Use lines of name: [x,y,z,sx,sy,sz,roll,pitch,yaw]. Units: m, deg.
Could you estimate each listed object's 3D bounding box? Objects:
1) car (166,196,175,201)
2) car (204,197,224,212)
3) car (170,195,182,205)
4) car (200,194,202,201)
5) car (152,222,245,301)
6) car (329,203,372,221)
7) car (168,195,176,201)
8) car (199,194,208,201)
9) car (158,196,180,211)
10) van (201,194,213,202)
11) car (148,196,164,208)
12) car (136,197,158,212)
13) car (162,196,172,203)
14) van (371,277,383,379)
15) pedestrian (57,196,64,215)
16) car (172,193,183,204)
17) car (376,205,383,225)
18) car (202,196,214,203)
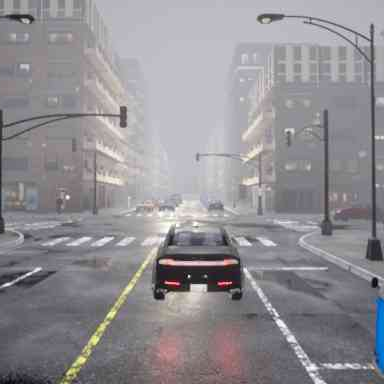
car: [-5.426,1.642,84.974,2.008,1.369,4.403,1,0,0]
car: [2.821,1.605,39.809,1.947,1.339,4.313,1,0,0]
car: [-2.944,1.577,50.713,1.812,1.442,4.674,0,0,0]
car: [2.905,1.596,68.191,1.752,1.417,4.829,1,0,0]
car: [0.126,1.500,8.353,2.128,1.511,4.902,0,0,0]
car: [13.725,1.626,27.961,4.097,1.590,1.967,0,-1,1]
car: [-5.407,1.538,90.617,1.967,1.590,4.097,1,0,0]
car: [2.958,1.406,84.949,2.192,1.841,5.009,1,0,0]
car: [-2.981,1.588,40.809,2.033,1.411,5.357,0,0,0]
van: [2.874,1.399,56.736,1.690,1.788,3.998,1,0,0]
car: [-5.524,1.492,51.119,1.967,1.590,4.097,1,0,0]
car: [-5.559,1.565,39.663,1.752,1.417,4.829,1,0,0]
car: [-5.459,1.622,73.689,1.887,1.381,4.507,1,0,0]
van: [2.680,1.343,1.862,1.690,1.788,3.998,1,0,0]
pedestrian: [-12.446,1.237,31.295,0.375,1.860,0.375,0,-1,1]
car: [-2.881,1.284,61.450,2.150,2.045,5.566,0,0,1]
car: [13.596,1.595,19.580,4.313,1.339,1.947,0,-1,1]
car: [2.837,1.596,45.451,2.008,1.369,4.403,1,0,0]
